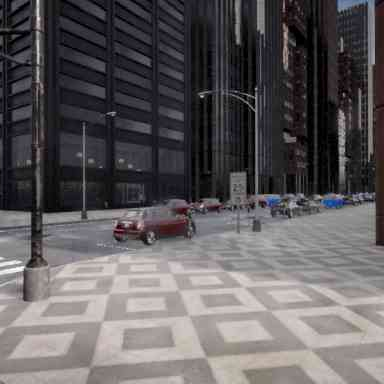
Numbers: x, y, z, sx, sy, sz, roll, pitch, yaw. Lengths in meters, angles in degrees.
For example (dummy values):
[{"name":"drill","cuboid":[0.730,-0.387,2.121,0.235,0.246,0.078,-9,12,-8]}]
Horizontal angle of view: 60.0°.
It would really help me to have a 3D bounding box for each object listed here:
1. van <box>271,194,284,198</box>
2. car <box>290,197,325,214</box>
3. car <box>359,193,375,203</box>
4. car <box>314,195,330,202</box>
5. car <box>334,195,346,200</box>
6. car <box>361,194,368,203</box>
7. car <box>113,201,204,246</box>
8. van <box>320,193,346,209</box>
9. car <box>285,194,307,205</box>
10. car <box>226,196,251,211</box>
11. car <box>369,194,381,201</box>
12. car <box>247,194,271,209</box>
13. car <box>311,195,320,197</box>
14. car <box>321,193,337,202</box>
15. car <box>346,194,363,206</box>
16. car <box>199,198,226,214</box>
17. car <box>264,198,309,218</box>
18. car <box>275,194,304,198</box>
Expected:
[{"name":"van","cuboid":[11.176,1.247,47.540,1.690,1.788,3.998,0,0,36]},{"name":"car","cuboid":[11.557,1.465,33.469,1.947,1.339,4.313,0,0,36]},{"name":"car","cuboid":[34.484,1.369,65.345,1.887,1.381,4.507,0,0,36]},{"name":"car","cuboid":[27.554,1.406,70.310,2.008,1.369,4.403,0,0,36]},{"name":"car","cuboid":[37.380,1.396,83.972,1.947,1.339,4.313,0,0,36]},{"name":"car","cuboid":[27.933,1.409,56.237,1.947,1.339,4.313,0,0,36]},{"name":"car","cuboid":[-1.543,1.393,15.256,1.967,1.590,4.097,0,0,36]},{"name":"van","cuboid":[18.107,1.216,42.576,1.690,1.788,3.998,0,0,36]},{"name":"car","cuboid":[17.727,1.199,56.648,2.192,1.841,5.009,0,0,36]},{"name":"car","cuboid":[4.626,1.481,38.433,2.008,1.369,4.403,0,0,36]},{"name":"car","cuboid":[41.034,1.247,74.451,1.967,1.590,4.097,0,0,36]},{"name":"car","cuboid":[7.901,1.233,42.987,2.192,1.841,5.009,0,0,36]},{"name":"car","cuboid":[24.278,1.305,65.756,1.967,1.590,4.097,0,0,36]},{"name":"car","cuboid":[30.829,1.162,74.864,2.192,1.841,5.009,0,0,36]},{"name":"car","cuboid":[24.658,1.419,51.683,1.947,1.339,4.313,0,0,36]},{"name":"car","cuboid":[1.351,1.383,33.879,1.967,1.590,4.097,0,0,36]},{"name":"car","cuboid":[8.282,1.463,28.916,2.008,1.369,4.403,0,0,36]},{"name":"car","cuboid":[11.593,1.378,38.082,1.882,1.535,5.008,0,0,36]}]
